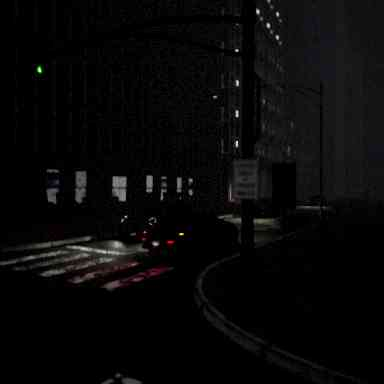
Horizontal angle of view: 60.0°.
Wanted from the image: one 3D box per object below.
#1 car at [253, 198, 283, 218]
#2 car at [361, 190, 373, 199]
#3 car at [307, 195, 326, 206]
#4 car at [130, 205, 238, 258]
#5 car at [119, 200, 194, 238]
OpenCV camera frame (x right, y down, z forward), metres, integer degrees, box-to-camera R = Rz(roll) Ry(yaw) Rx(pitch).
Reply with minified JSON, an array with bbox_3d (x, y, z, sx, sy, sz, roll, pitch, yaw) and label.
[{"bbox_3d":[6.179,1.238,28.159,1.882,1.535,5.008,0,1,31],"label":"car"},{"bbox_3d":[43.830,0.908,83.865,1.837,1.490,4.892,0,1,31],"label":"car"},{"bbox_3d":[17.280,1.169,46.155,1.837,1.490,4.892,0,0,32],"label":"car"},{"bbox_3d":[0.078,1.394,12.221,1.812,1.442,4.674,0,1,31],"label":"car"},{"bbox_3d":[-1.345,1.188,15.841,2.097,1.767,4.553,0,0,31],"label":"car"}]
